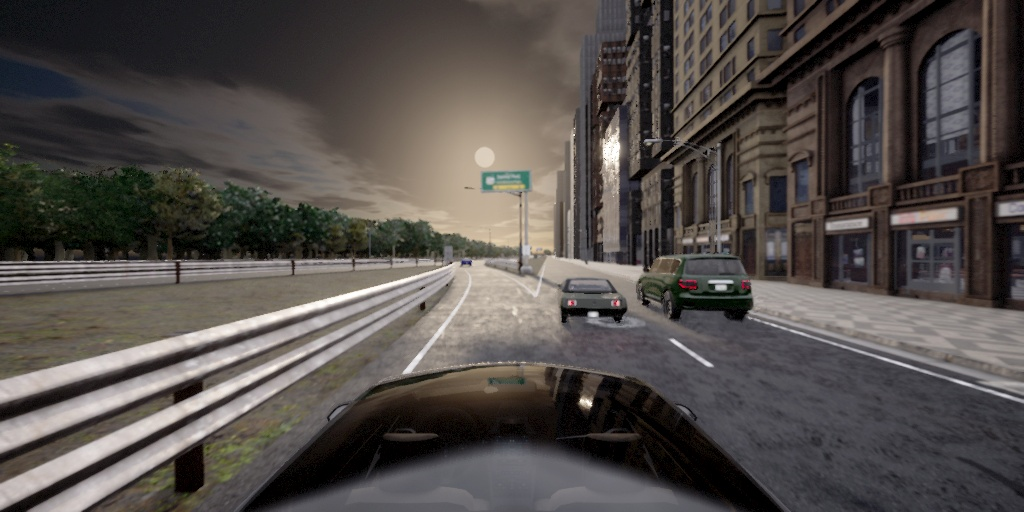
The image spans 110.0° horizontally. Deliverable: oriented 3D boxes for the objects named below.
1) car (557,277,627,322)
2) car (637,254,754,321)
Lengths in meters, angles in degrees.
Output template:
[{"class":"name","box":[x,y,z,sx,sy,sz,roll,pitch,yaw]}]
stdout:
[{"class":"car","box":[2.509,1.359,12.307,1.895,1.301,4.718,0,0,6]},{"class":"car","box":[6.052,0.963,12.604,2.150,2.045,5.566,0,0,6]}]
